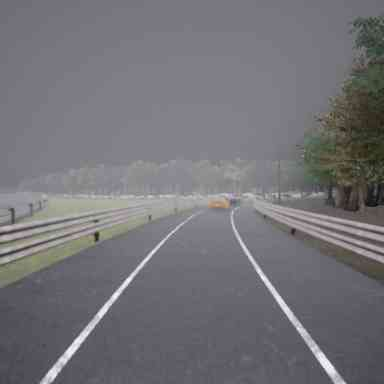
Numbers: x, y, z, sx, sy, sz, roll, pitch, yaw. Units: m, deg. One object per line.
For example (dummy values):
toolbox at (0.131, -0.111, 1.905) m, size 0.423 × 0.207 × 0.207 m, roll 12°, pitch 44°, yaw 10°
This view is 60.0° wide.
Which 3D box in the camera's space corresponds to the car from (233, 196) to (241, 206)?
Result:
car at (6.402, 1.303, 51.697) m, size 1.882 × 1.535 × 5.008 m, roll 0°, pitch 1°, yaw 19°

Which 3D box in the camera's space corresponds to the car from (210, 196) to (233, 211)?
car at (3.353, 1.365, 39.996) m, size 1.882 × 1.535 × 5.008 m, roll 0°, pitch 0°, yaw 13°
